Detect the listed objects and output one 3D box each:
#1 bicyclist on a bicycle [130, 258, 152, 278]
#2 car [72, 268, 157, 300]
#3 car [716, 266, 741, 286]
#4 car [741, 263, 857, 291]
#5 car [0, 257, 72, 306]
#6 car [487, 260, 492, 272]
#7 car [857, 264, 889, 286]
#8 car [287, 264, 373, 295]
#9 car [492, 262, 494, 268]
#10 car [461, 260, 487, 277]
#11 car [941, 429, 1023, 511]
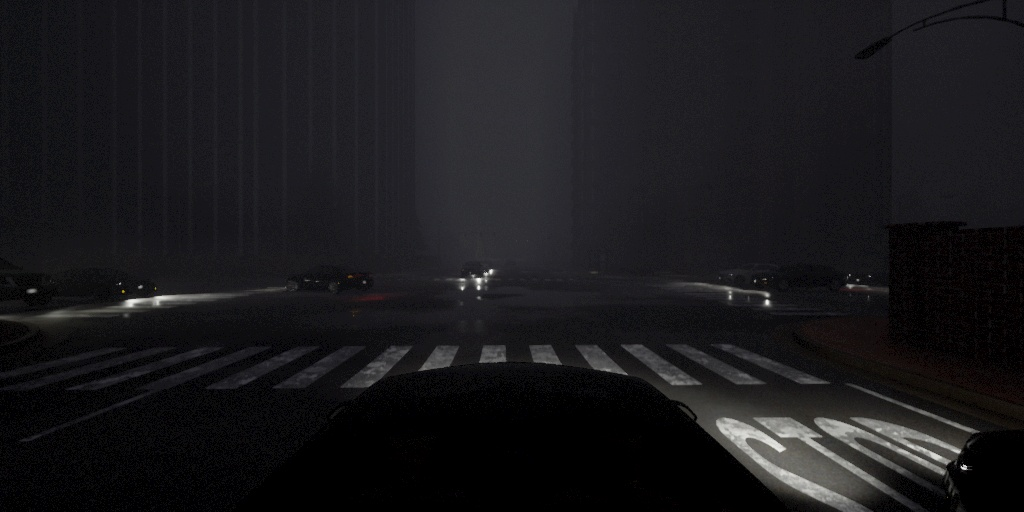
[{"bbox_3d":[-29.308,0.970,28.353,0.582,1.620,1.656,0,0,0],"label":"bicyclist on a bicycle"},{"bbox_3d":[-19.043,1.244,16.441,4.181,1.385,1.994,0,0,-1],"label":"car"},{"bbox_3d":[16.183,1.200,23.914,4.674,1.442,1.812,0,0,0],"label":"car"},{"bbox_3d":[16.224,1.182,20.421,4.892,1.490,1.837,0,0,-1],"label":"car"},{"bbox_3d":[-20.041,0.905,12.908,5.566,2.045,2.150,0,0,0],"label":"car"},{"bbox_3d":[-3.813,1.236,44.012,1.812,1.442,4.674,0,0,0],"label":"car"},{"bbox_3d":[25.770,1.221,24.051,5.357,1.411,2.033,0,0,-2],"label":"car"},{"bbox_3d":[-9.744,1.177,19.132,5.008,1.535,1.882,0,-1,24],"label":"car"},{"bbox_3d":[-3.841,1.301,54.860,1.895,1.301,4.718,0,0,0],"label":"car"},{"bbox_3d":[-3.763,1.245,34.596,1.812,1.442,4.674,0,0,0],"label":"car"},{"bbox_3d":[3.591,1.256,0.144,1.837,1.490,4.892,0,0,0],"label":"car"}]
